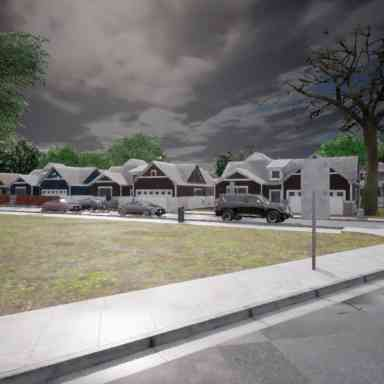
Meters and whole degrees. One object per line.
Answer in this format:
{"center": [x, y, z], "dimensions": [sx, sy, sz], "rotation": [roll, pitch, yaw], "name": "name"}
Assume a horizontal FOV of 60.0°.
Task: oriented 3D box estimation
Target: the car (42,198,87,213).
{"center": [-13.136, 1.409, 33.586], "dimensions": [4.181, 1.385, 1.994], "rotation": [0, 0, 27], "name": "car"}

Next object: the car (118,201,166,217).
{"center": [-4.376, 1.448, 28.938], "dimensions": [4.181, 1.385, 1.994], "rotation": [0, 0, 29], "name": "car"}

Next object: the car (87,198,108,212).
{"center": [-11.188, 1.384, 35.881], "dimensions": [4.674, 1.442, 1.812], "rotation": [0, 0, 28], "name": "car"}

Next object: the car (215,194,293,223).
{"center": [4.371, 1.146, 24.027], "dimensions": [5.566, 2.045, 2.150], "rotation": [0, 0, 30], "name": "car"}
